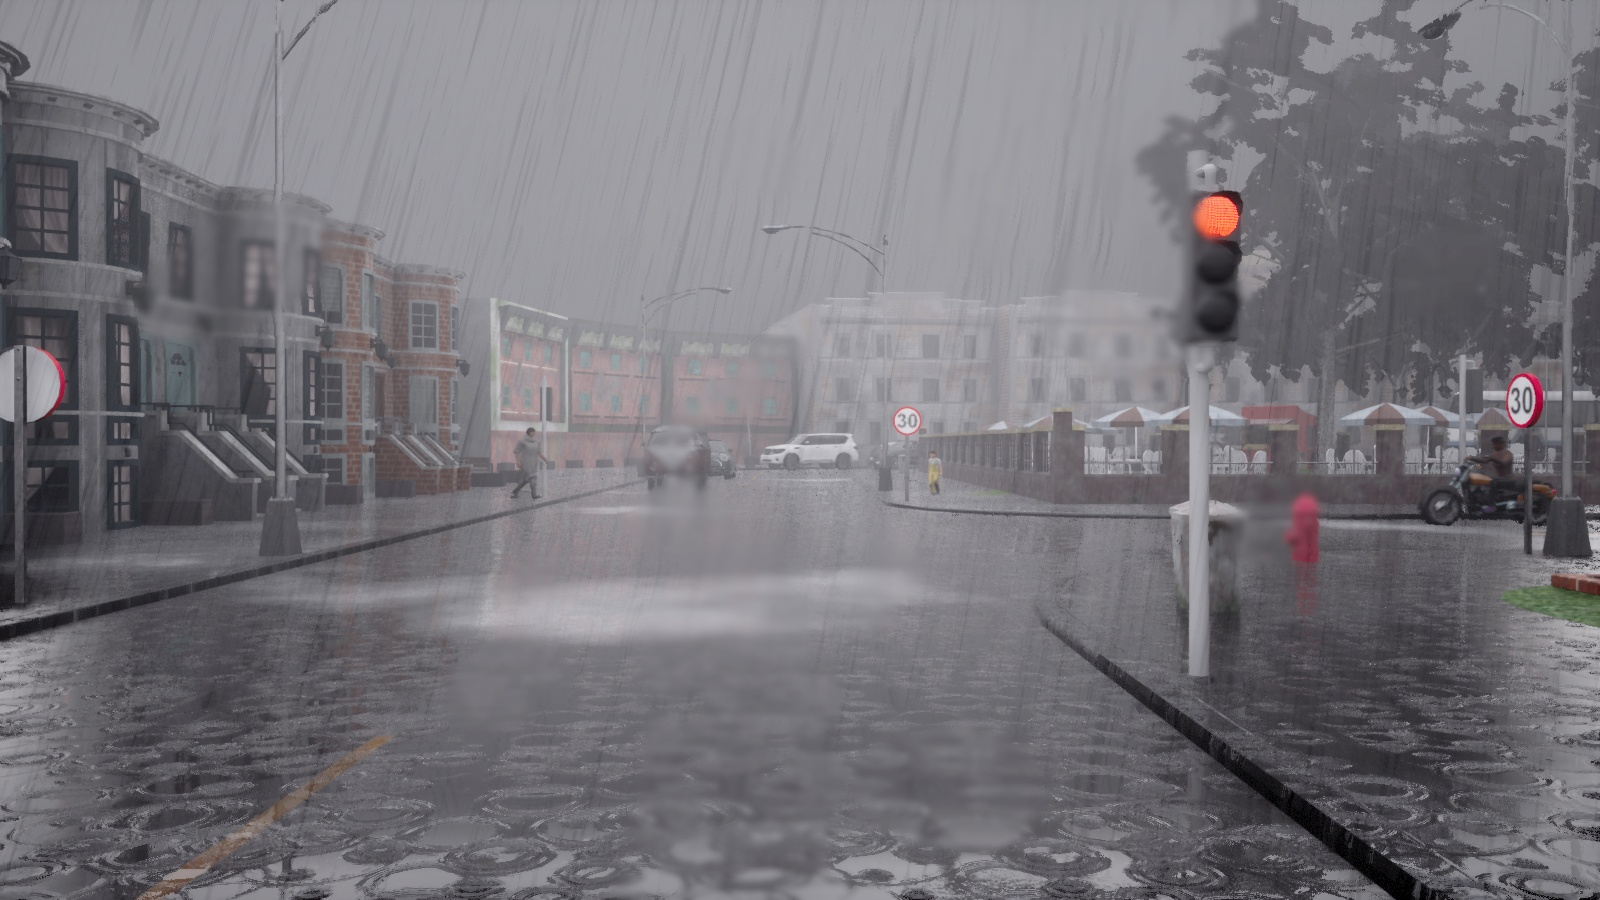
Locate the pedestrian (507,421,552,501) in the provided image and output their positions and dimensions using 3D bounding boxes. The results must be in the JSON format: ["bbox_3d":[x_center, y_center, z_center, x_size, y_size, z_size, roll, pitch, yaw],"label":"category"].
[{"bbox_3d":[-6.706,0.275,31.157,0.873,1.952,0.659,0,0,33],"label":"pedestrian"}]

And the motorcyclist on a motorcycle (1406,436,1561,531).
[{"bbox_3d":[12.120,0.581,22.313,2.350,1.649,0.766,0,0,0],"label":"motorcyclist on a motorcycle"}]

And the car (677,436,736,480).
[{"bbox_3d":[-3.838,0.306,52.442,2.097,1.767,4.553,0,0,0],"label":"car"}]

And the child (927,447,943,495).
[{"bbox_3d":[3.621,0.549,33.608,0.270,1.263,0.437,0,0,31],"label":"child"}]

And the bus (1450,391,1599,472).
[{"bbox_3d":[41.101,-0.978,67.493,10.273,4.253,3.944,0,0,0],"label":"bus"}]

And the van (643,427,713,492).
[{"bbox_3d":[-3.858,0.268,40.407,1.775,1.987,4.442,0,0,0],"label":"van"}]

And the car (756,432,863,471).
[{"bbox_3d":[0.534,0.075,69.465,5.566,2.045,2.150,0,0,-29],"label":"car"}]

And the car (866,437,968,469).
[{"bbox_3d":[6.274,0.151,67.426,5.027,1.651,2.152,0,0,-19],"label":"car"}]
